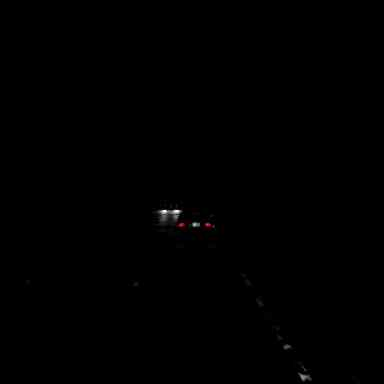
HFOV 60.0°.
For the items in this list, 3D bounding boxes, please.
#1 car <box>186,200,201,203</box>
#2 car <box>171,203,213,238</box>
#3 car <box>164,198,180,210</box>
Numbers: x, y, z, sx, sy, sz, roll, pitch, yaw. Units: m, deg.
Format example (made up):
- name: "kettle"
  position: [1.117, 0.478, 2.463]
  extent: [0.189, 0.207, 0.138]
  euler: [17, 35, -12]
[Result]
- name: "car"
  position: [0.185, 1.636, 41.818]
  extent: [1.895, 1.301, 4.718]
  euler: [0, 0, 0]
- name: "car"
  position: [0.133, 1.560, 17.827]
  extent: [2.033, 1.411, 5.357]
  euler: [0, 0, 0]
- name: "car"
  position: [-2.660, 1.592, 44.068]
  extent: [1.837, 1.490, 4.892]
  euler: [0, 0, 0]
